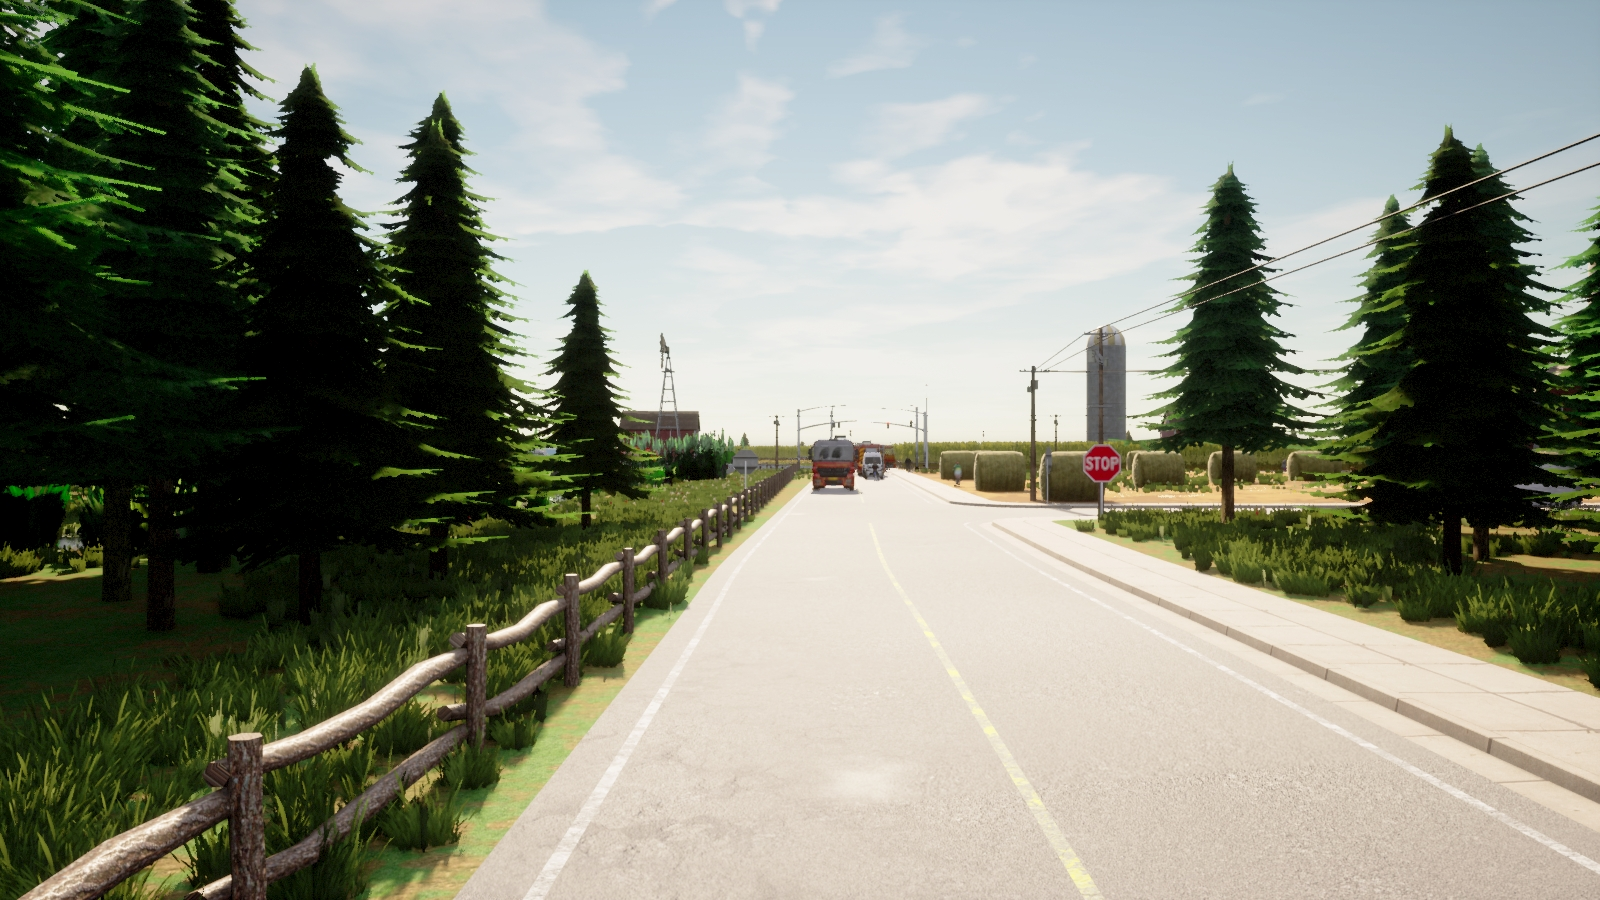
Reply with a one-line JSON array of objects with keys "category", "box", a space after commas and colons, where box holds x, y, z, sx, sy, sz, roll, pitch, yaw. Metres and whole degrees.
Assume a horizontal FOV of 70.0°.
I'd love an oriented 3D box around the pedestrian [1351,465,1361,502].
[{"category": "pedestrian", "box": [28.061, 1.695, 57.687, 0.375, 1.860, 0.375, 0, 0, 15]}]
